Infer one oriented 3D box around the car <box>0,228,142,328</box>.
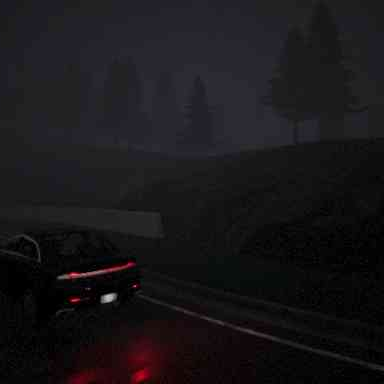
[{"bbox_3d":[-3.042,1.552,7.240,2.128,1.511,4.902,0,0,-44],"label":"car"}]
